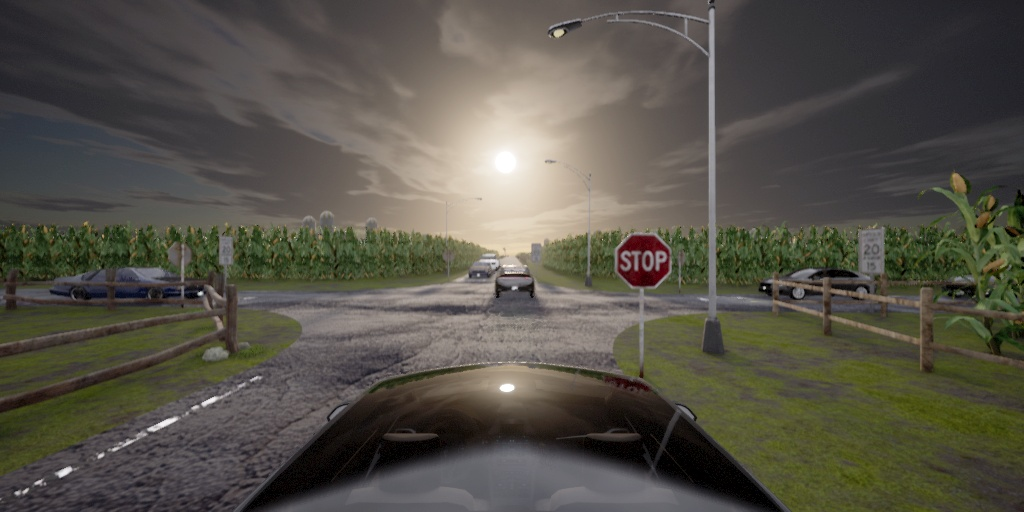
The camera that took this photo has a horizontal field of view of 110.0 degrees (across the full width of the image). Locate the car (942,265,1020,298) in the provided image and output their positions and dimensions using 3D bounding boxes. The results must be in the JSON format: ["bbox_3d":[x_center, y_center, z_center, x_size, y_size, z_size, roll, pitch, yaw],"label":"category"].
[{"bbox_3d":[23.909,1.231,17.301,4.553,1.767,2.097,0,0,1],"label":"car"}]

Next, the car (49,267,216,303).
[{"bbox_3d":[-15.573,1.153,14.863,5.357,1.411,2.033,0,0,0],"label":"car"}]

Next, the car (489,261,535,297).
[{"bbox_3d":[0.141,1.190,18.356,2.128,1.511,4.902,0,0,0],"label":"car"}]

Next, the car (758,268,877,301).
[{"bbox_3d":[14.704,1.320,17.418,4.892,1.490,1.837,0,0,1],"label":"car"}]

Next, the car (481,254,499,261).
[{"bbox_3d":[-2.743,0.818,42.632,2.150,2.045,5.566,0,0,1],"label":"car"}]

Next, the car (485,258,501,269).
[{"bbox_3d":[-2.714,1.043,53.094,2.128,1.511,4.902,0,0,0],"label":"car"}]

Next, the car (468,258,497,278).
[{"bbox_3d":[-2.779,1.184,32.372,2.033,1.411,5.357,0,0,0],"label":"car"}]
